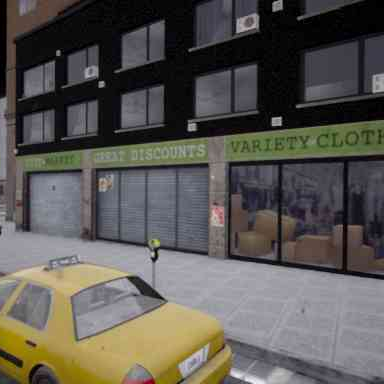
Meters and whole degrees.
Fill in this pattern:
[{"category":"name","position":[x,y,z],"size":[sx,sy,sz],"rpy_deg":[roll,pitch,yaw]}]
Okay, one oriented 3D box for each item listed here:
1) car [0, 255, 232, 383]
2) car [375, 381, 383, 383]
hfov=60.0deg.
[{"category":"car","position":[-1.855,1.523,4.416],"size":[4.829,1.417,1.752],"rpy_deg":[0,1,36]},{"category":"car","position":[2.829,1.551,1.071],"size":[4.403,1.369,2.008],"rpy_deg":[0,1,36]}]
